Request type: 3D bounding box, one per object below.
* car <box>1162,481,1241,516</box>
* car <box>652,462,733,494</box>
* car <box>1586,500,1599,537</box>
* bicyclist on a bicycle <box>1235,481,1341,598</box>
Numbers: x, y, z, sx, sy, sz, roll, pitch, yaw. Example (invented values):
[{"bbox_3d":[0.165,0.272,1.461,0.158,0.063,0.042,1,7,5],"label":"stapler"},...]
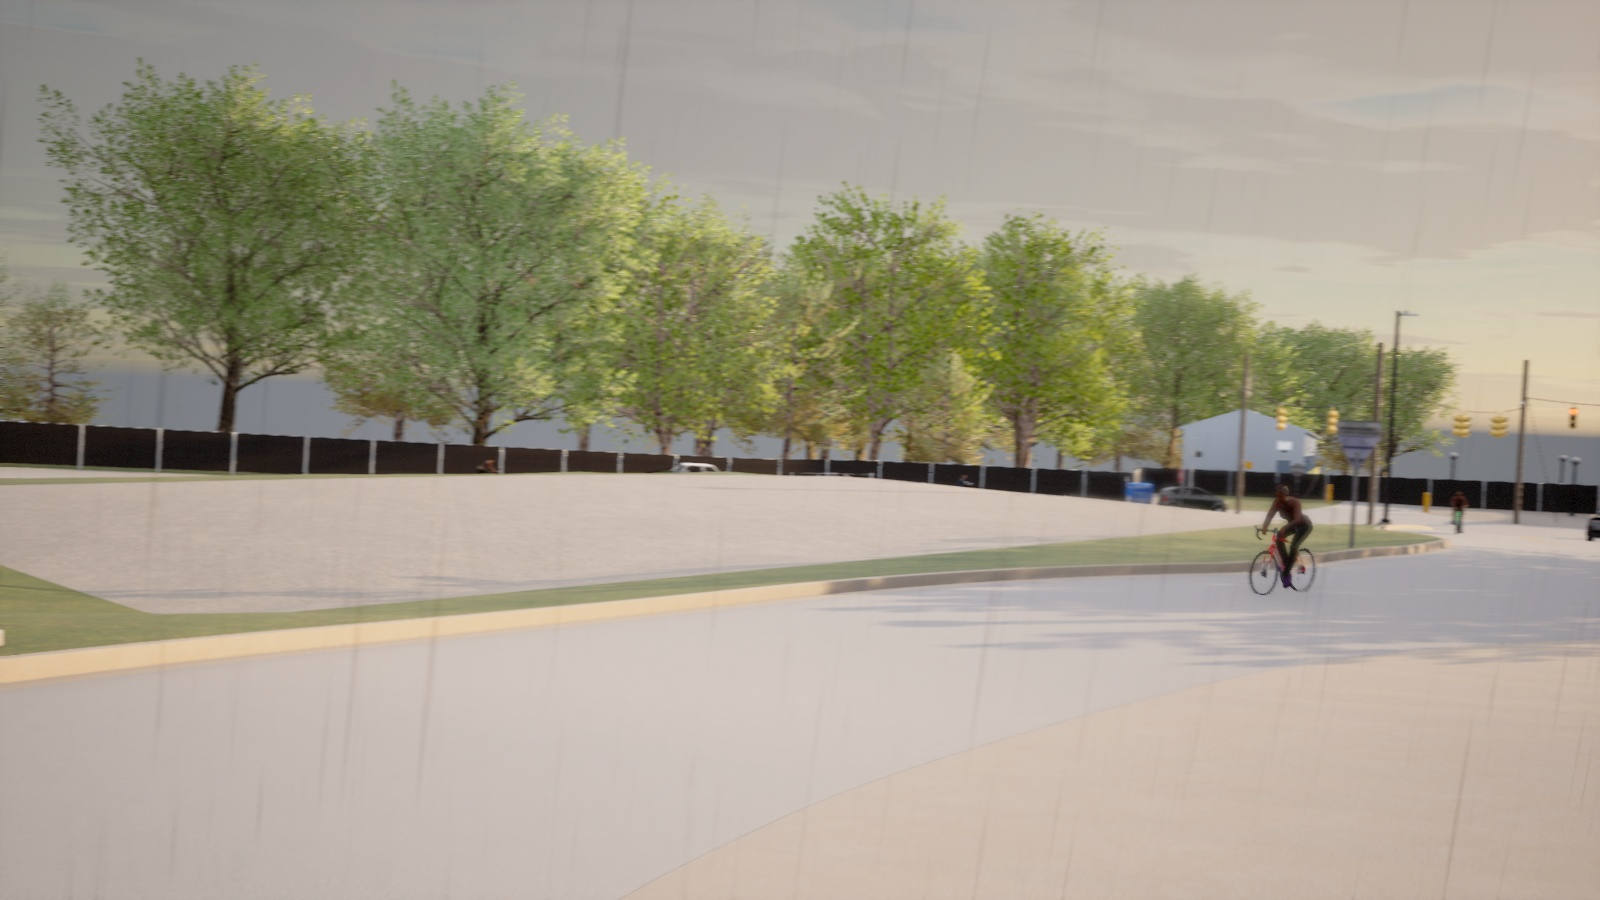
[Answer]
[{"bbox_3d":[21.891,2.637,68.574,3.705,1.549,1.789,3,2,4],"label":"car"},{"bbox_3d":[-5.692,1.475,66.394,3.806,1.475,1.970,2,2,-21],"label":"car"},{"bbox_3d":[35.551,3.048,53.804,2.128,1.511,4.902,4,0,44],"label":"car"},{"bbox_3d":[7.251,1.294,18.635,1.656,1.620,0.582,0,3,-35],"label":"bicyclist on a bicycle"}]
